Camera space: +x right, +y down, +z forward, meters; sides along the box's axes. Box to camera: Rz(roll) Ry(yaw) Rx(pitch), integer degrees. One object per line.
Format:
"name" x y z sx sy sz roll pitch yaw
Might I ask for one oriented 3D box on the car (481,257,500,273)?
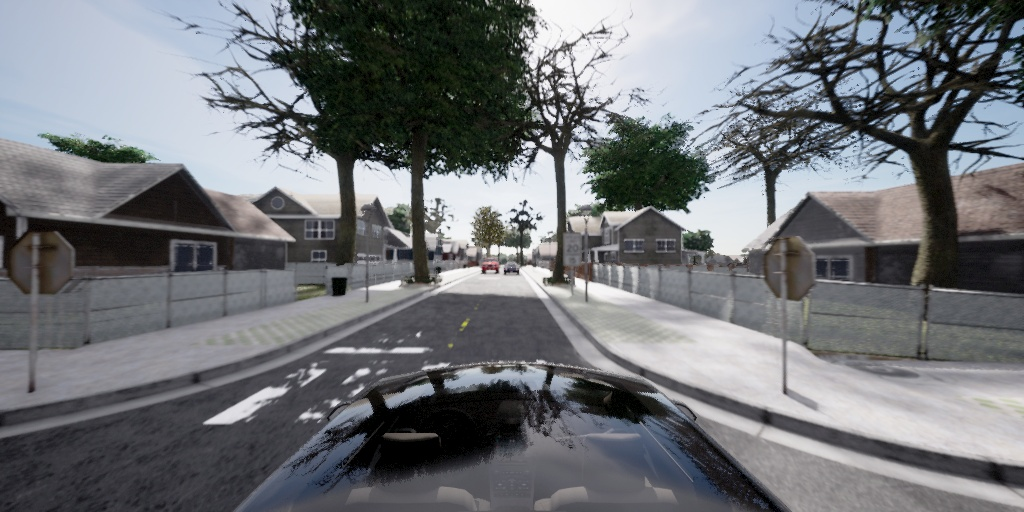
"car" -2.813 1.209 47.809 2.150 2.045 5.566 0 -1 0

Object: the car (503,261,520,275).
"car" -0.054 1.540 42.451 1.895 1.301 4.718 0 0 0
